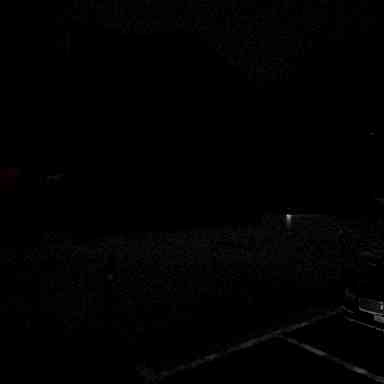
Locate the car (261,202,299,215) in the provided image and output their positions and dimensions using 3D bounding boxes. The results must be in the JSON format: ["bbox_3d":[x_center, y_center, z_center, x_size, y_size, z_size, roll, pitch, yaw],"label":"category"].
[{"bbox_3d":[9.853,1.824,37.769,1.812,1.442,4.674,0,-1,-35],"label":"car"}]

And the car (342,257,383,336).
[{"bbox_3d":[4.439,1.559,5.961,4.403,1.369,2.008,0,0,-35],"label":"car"}]

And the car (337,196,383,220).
[{"bbox_3d":[15.744,1.421,29.508,2.150,2.045,5.566,0,-1,-35],"label":"car"}]
